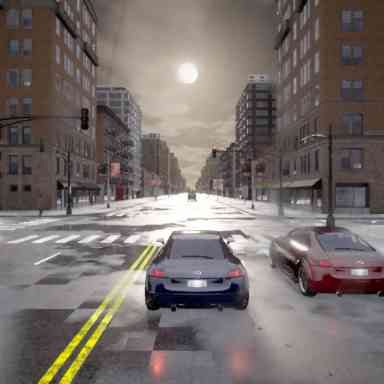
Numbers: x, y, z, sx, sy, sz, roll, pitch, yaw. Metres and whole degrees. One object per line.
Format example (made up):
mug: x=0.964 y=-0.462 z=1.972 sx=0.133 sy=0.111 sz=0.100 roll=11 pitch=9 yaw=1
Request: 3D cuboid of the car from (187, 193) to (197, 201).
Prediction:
car: x=0.010 y=1.212 z=80.314 sx=2.150 sy=2.045 sz=5.566 roll=0 pitch=0 yaw=0

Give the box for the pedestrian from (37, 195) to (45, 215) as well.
pedestrian: x=-14.138 y=1.170 z=31.123 sx=0.375 sy=1.860 sz=0.375 roll=0 pitch=0 yaw=0

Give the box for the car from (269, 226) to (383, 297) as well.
car: x=3.339 y=1.564 z=8.616 sx=1.994 sy=1.385 sz=4.181 roll=0 pitch=0 yaw=0

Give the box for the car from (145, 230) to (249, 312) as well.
car: x=0.089 y=1.564 z=7.798 sx=1.994 sy=1.385 sz=4.181 roll=0 pitch=0 yaw=0
